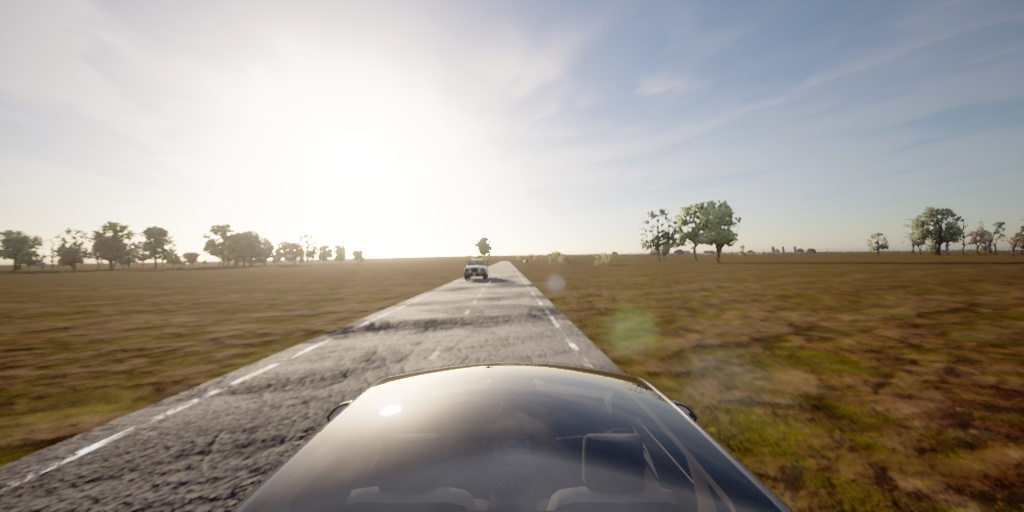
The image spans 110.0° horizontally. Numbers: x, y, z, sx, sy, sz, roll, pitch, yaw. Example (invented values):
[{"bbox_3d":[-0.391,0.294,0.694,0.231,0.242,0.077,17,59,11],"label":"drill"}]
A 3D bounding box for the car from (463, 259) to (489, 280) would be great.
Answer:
[{"bbox_3d":[-3.542,1.318,36.064,2.150,2.045,5.566,-1,0,-1],"label":"car"}]
